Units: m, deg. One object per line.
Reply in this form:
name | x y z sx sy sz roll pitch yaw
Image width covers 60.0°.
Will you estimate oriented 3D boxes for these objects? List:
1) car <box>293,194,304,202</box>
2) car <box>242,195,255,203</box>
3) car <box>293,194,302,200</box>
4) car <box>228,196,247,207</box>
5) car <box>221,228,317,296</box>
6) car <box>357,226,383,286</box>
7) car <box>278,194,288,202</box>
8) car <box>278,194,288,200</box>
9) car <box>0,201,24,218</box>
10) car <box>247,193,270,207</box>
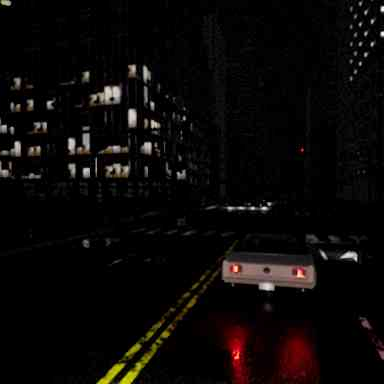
car | 22.304 1.359 69.272 2.033 1.411 5.357 0 0 16
car | 11.160 1.398 65.662 2.033 1.411 5.357 0 0 16
car | 25.100 1.224 79.338 1.895 1.301 4.718 0 0 16
car | 6.689 1.371 49.826 1.882 1.535 5.008 0 0 16
car | 2.112 1.583 8.729 1.895 1.301 4.718 0 0 16
car | 5.203 1.486 7.703 1.837 1.490 4.892 0 0 16
car | 19.293 1.415 70.574 1.895 1.301 4.718 0 0 16
car | 21.960 1.155 80.180 2.128 1.511 4.902 0 0 16
car | -16.175 1.406 27.797 4.313 1.339 1.947 1 1 17
car | 9.918 1.112 49.326 2.150 2.045 5.566 0 0 15
